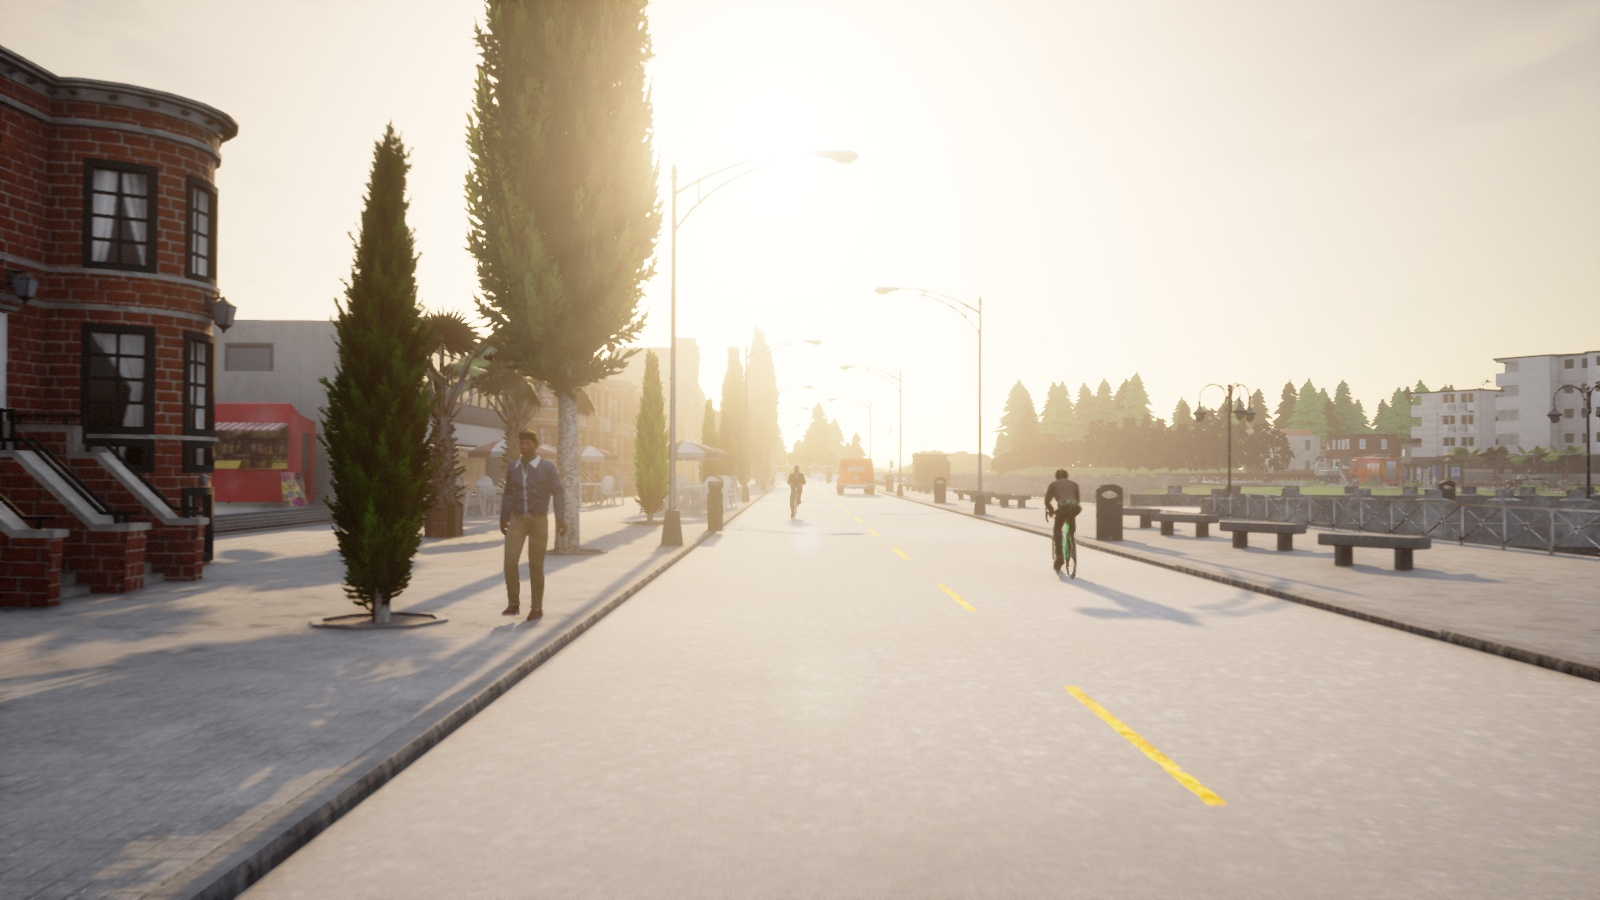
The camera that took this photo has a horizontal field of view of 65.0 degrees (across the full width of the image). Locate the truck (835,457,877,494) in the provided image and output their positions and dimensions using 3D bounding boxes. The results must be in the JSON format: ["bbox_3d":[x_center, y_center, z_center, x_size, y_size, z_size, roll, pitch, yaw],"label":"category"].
[{"bbox_3d":[3.775,1.758,86.302,2.627,2.467,5.204,0,-1,0],"label":"truck"}]

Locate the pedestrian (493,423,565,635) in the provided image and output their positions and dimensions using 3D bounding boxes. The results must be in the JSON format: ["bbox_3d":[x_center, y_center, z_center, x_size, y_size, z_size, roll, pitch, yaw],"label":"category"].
[{"bbox_3d":[-2.573,0.735,11.974,0.423,1.949,0.788,0,-1,8],"label":"pedestrian"}]

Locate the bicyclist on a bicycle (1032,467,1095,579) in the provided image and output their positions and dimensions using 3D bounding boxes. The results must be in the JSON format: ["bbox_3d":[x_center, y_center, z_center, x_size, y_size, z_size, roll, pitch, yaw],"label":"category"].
[{"bbox_3d":[3.950,1.068,18.921,0.582,1.620,1.656,0,-1,0],"label":"bicyclist on a bicycle"}]
